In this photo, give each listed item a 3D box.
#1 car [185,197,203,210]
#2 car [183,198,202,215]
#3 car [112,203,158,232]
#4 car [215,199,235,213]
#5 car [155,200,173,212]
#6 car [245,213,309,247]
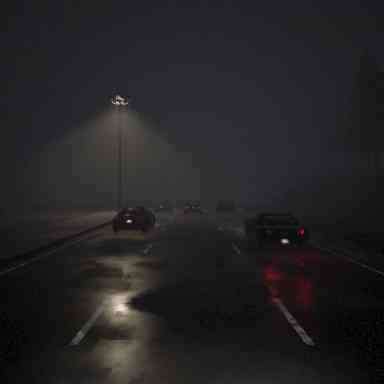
[{"bbox_3d":[0.345,1.492,44.293,2.128,1.511,4.902,0,0,2],"label":"car"},{"bbox_3d":[0.106,1.547,34.537,2.033,1.411,5.357,0,0,0],"label":"car"},{"bbox_3d":[-3.400,1.564,19.949,1.994,1.385,4.181,0,0,0],"label":"car"},{"bbox_3d":[3.620,1.478,36.636,1.882,1.535,5.008,0,0,0],"label":"car"},{"bbox_3d":[-3.346,1.564,38.668,1.994,1.385,4.181,0,0,0],"label":"car"},{"bbox_3d":[3.601,1.601,15.089,1.895,1.301,4.718,0,0,0],"label":"car"}]
